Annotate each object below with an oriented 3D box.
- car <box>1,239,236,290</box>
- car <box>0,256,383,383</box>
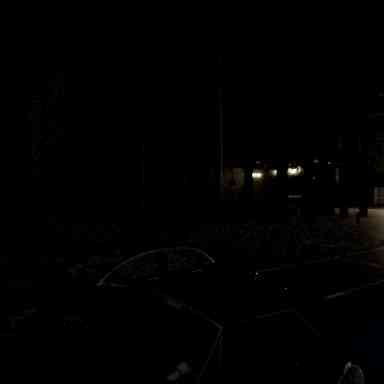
[{"bbox_3d":[-1.039,1.567,5.922,4.403,1.369,2.008,0,0,-36],"label":"car"},{"bbox_3d":[-0.063,1.612,3.211,4.718,1.301,1.895,0,0,-36],"label":"car"}]
